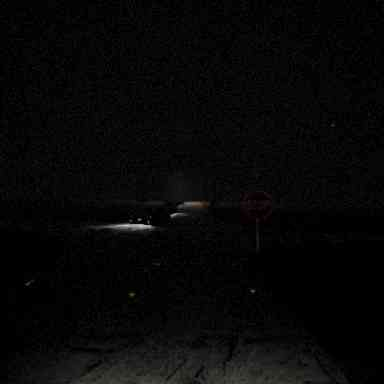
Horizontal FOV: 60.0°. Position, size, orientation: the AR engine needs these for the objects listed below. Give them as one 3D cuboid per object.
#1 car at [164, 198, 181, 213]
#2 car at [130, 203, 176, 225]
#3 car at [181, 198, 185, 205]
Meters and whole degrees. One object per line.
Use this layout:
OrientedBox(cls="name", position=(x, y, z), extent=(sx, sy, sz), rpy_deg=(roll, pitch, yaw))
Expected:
OrientedBox(cls="car", position=(-2.629, 1.813, 40.369), extent=(1.837, 1.490, 4.892), rpy_deg=(0, 1, 0))
OrientedBox(cls="car", position=(-3.172, 1.792, 25.982), extent=(1.994, 1.385, 4.181), rpy_deg=(2, 1, 18))
OrientedBox(cls="car", position=(-2.548, 1.940, 66.903), extent=(1.812, 1.442, 4.674), rpy_deg=(0, 0, 0))
